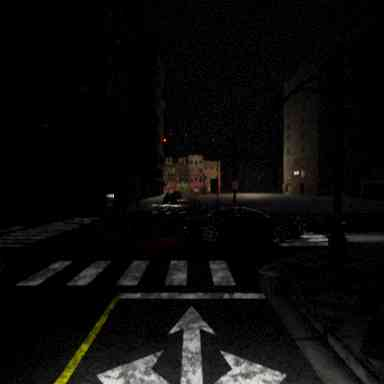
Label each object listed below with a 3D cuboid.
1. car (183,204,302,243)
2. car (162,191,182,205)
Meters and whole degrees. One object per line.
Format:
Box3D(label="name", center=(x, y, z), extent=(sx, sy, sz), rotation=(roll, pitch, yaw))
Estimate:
Box3D(label="car", center=(2.075, 1.271, 13.991), extent=(4.902, 1.511, 2.128), rotation=(-1, 0, 0))
Box3D(label="car", center=(-2.770, 0.871, 43.694), extent=(2.033, 1.411, 5.357), rotation=(0, 1, 0))
